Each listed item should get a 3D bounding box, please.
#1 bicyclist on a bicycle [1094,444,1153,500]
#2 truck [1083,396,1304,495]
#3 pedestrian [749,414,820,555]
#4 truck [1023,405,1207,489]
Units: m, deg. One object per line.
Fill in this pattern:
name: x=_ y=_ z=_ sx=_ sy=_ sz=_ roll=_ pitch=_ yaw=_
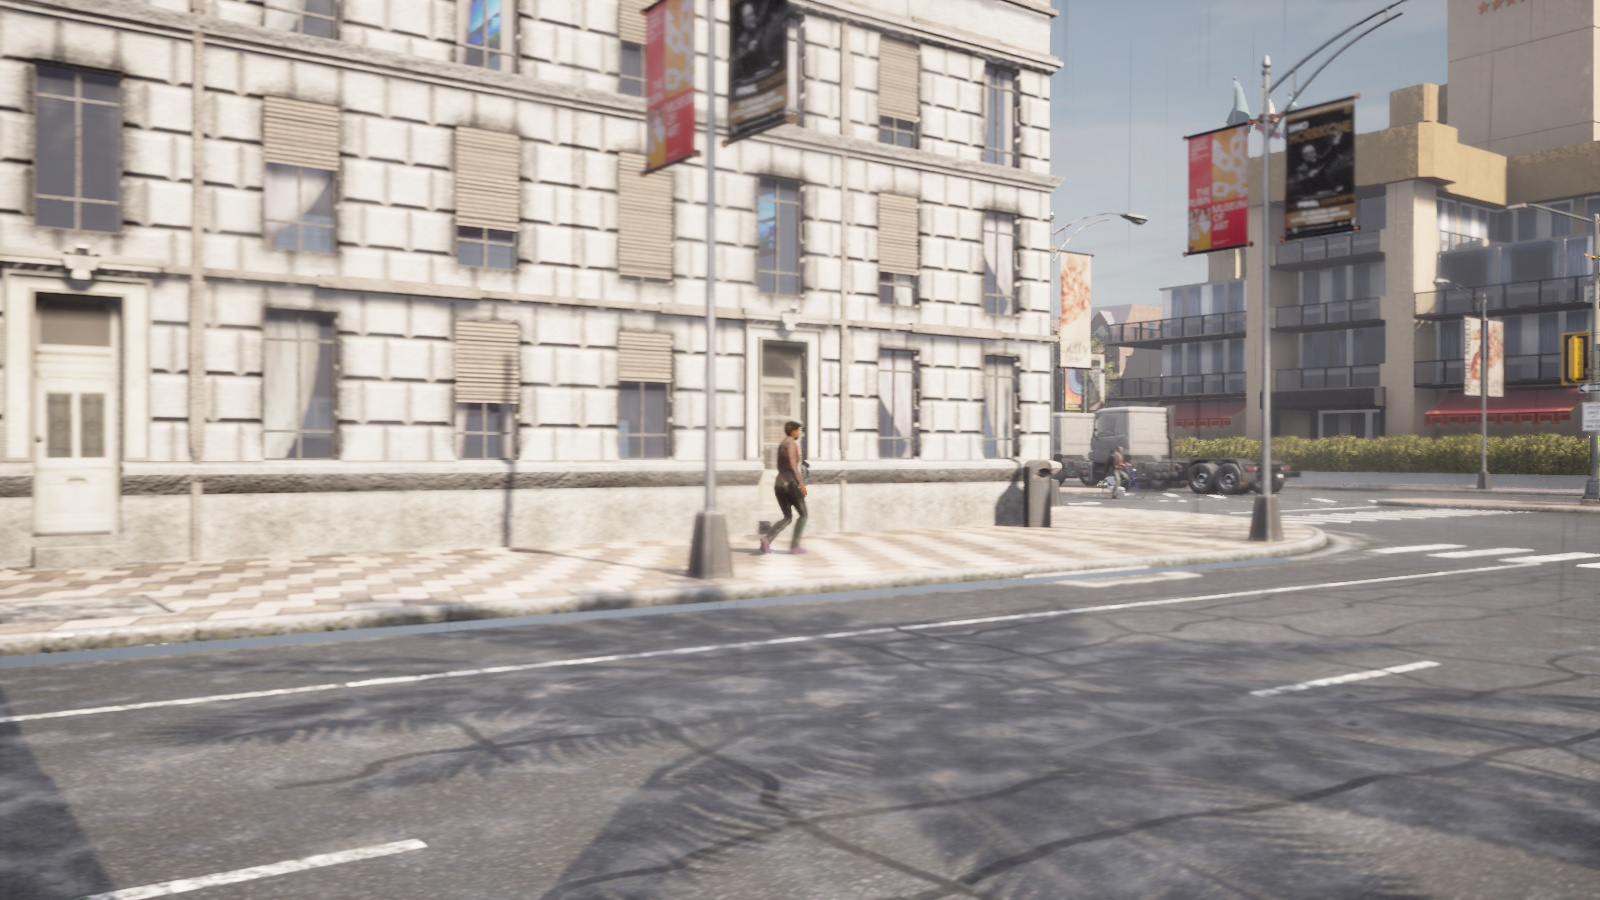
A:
bicyclist on a bicycle: x=10.491 y=0.694 z=40.761 sx=0.659 sy=1.776 sz=1.843 roll=0 pitch=0 yaw=-35
truck: x=14.931 y=-0.149 z=48.316 sx=2.891 sy=3.462 sz=7.936 roll=0 pitch=0 yaw=-35
pedestrian: x=-0.195 y=0.442 z=16.381 sx=0.869 sy=1.805 sz=0.328 roll=0 pitch=0 yaw=-28
truck: x=13.846 y=-0.128 z=55.873 sx=2.891 sy=3.462 sz=7.936 roll=0 pitch=0 yaw=-35
